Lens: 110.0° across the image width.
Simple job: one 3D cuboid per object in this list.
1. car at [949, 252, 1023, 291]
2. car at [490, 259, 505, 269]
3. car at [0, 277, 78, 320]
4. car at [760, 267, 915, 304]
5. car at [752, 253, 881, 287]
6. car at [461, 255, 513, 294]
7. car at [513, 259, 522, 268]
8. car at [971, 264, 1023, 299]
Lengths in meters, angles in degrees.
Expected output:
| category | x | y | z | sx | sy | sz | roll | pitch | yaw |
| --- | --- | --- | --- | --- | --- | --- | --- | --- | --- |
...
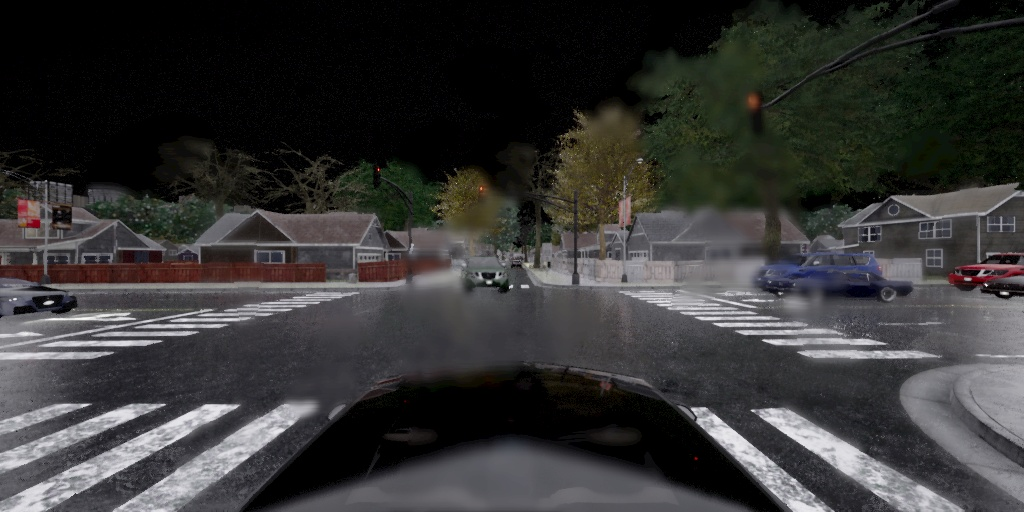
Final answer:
| category | x | y | z | sx | sy | sz | roll | pitch | yaw |
| --- | --- | --- | --- | --- | --- | --- | --- | --- | --- |
| car | 25.851 | 0.811 | 18.107 | 5.566 | 2.045 | 2.150 | 0 | 0 | 1 |
| car | -2.230 | 1.281 | 57.264 | 2.128 | 1.511 | 4.902 | 0 | 0 | 1 |
| car | -17.591 | 1.410 | 12.124 | 4.181 | 1.385 | 1.994 | 0 | 0 | 1 |
| car | 13.555 | 1.260 | 15.059 | 4.718 | 1.301 | 1.895 | 0 | 0 | 1 |
| car | 15.485 | 0.868 | 18.291 | 5.566 | 2.045 | 2.150 | 0 | 0 | 1 |
| car | -1.727 | 0.977 | 20.551 | 2.150 | 2.045 | 5.566 | 0 | 0 | -12 |
| car | 0.741 | 1.299 | 61.404 | 1.837 | 1.490 | 4.892 | 0 | 0 | 1 |
| car | 23.205 | 1.153 | 14.903 | 5.357 | 1.411 | 2.033 | 0 | 0 | 1 |
